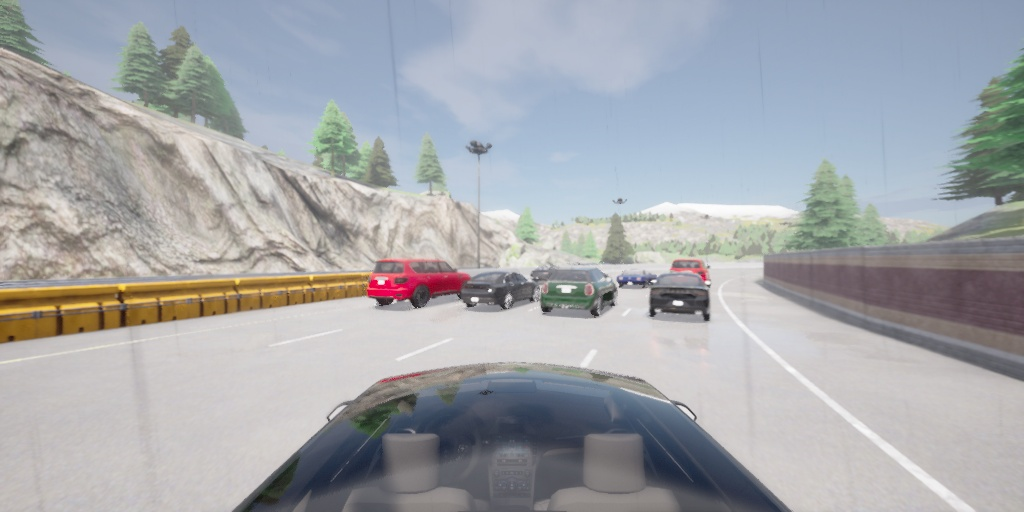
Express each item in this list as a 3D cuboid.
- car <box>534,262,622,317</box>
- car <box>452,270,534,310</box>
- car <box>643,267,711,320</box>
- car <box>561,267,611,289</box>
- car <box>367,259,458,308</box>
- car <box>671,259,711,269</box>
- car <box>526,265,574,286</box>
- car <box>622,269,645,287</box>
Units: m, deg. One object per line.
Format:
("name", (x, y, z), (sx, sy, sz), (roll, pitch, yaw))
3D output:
("car", (2.803, 1.231, 14.294), (2.097, 1.767, 4.553), (0, -1, 26))
("car", (-0.352, 1.406, 15.813), (1.837, 1.490, 4.892), (0, 0, 26))
("car", (6.315, 1.347, 13.499), (1.882, 1.535, 5.008), (0, -1, 26))
("car", (5.769, 1.564, 27.414), (2.033, 1.411, 5.357), (0, -1, 31))
("car", (-3.959, 1.133, 16.434), (2.150, 2.045, 5.566), (0, 0, 25))
("car", (11.850, 1.200, 23.946), (2.150, 2.045, 5.566), (0, 0, 31))
("car", (3.275, 1.538, 30.004), (2.128, 1.511, 4.902), (0, -1, 32))
("car", (9.182, 1.603, 26.263), (1.895, 1.301, 4.718), (0, -1, 32))
